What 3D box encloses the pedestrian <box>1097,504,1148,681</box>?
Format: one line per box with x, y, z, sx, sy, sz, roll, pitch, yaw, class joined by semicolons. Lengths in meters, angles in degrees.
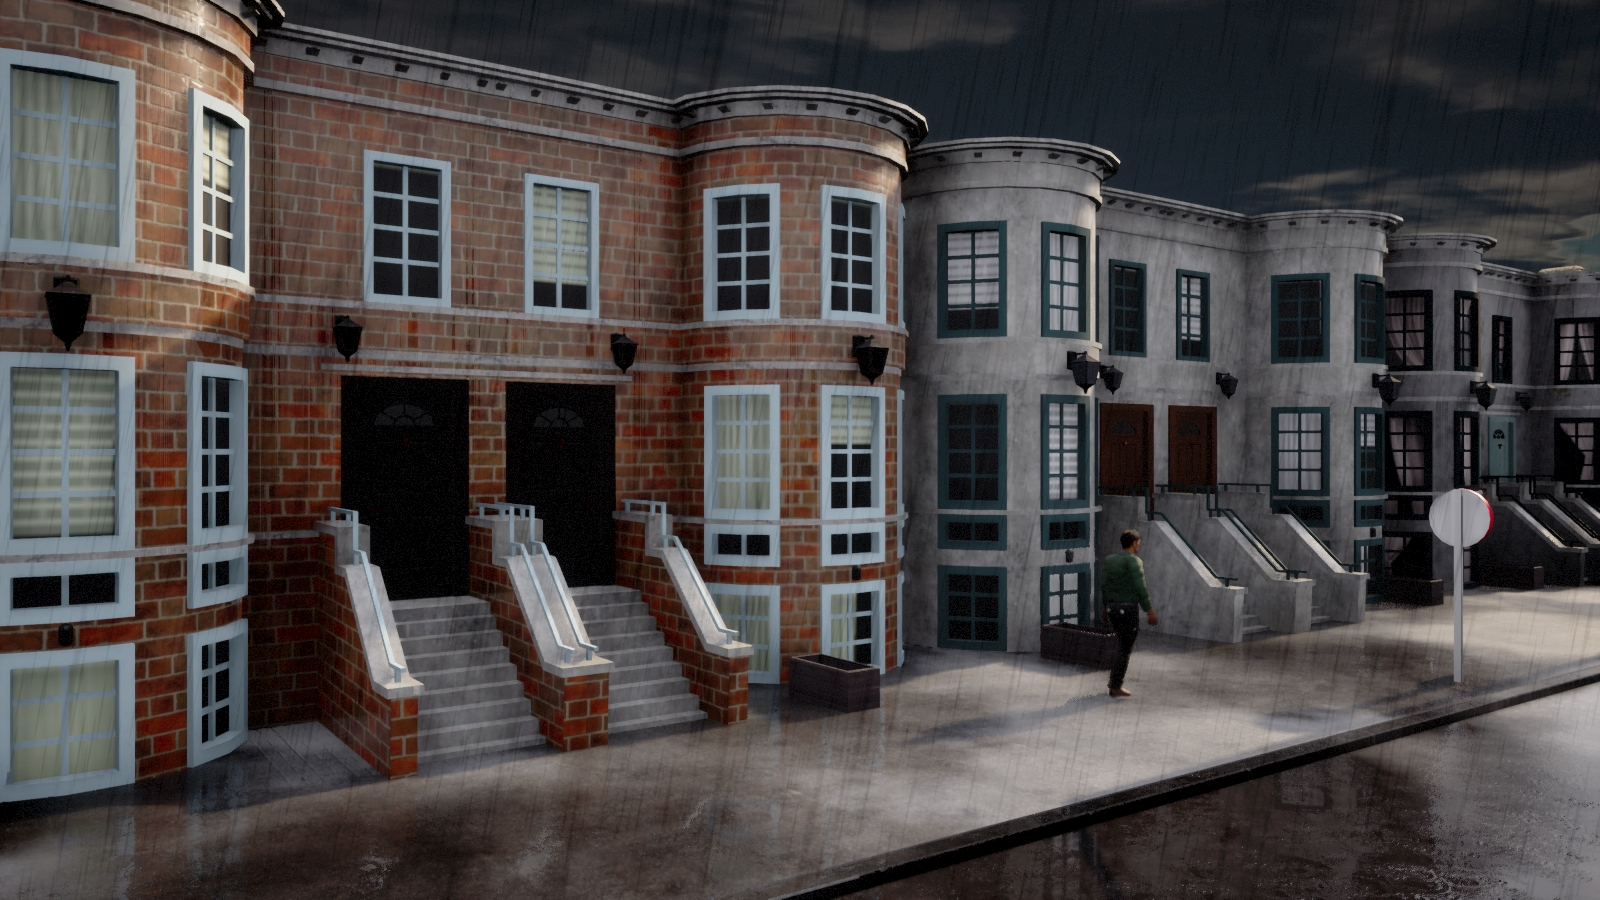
3.485;1.524;12.366;0.375;1.860;0.375;0;0;-27;pedestrian
